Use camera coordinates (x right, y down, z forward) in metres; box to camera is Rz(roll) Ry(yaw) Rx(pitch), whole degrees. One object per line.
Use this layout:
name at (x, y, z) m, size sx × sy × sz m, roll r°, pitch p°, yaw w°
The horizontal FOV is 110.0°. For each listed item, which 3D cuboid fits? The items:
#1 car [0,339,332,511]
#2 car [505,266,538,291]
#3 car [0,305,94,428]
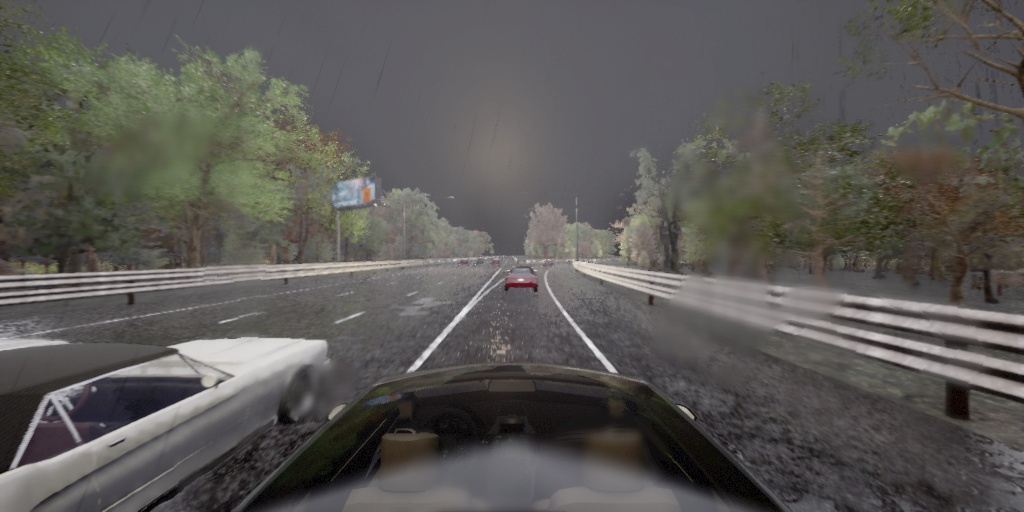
car at (-3.402, 1.350, 2.786) m, size 1.895 × 1.301 × 4.718 m, roll 0°, pitch 0°, yaw 0°
car at (0.623, 1.313, 22.163) m, size 1.994 × 1.385 × 4.181 m, roll 0°, pitch 0°, yaw 3°
car at (-6.902, 1.349, 2.743) m, size 1.895 × 1.301 × 4.718 m, roll 0°, pitch 0°, yaw 0°
